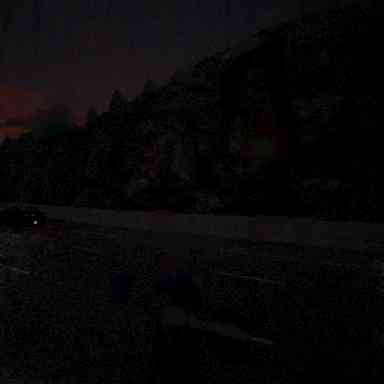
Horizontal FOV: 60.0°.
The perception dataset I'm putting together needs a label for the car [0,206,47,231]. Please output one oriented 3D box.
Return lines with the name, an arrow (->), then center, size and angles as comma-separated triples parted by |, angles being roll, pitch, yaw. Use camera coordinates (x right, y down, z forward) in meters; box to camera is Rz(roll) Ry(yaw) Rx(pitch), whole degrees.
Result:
car -> -11.349, 1.651, 21.952 | 4.902, 1.511, 2.128 | 0, -1, 43
